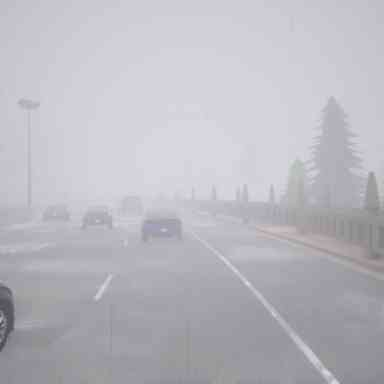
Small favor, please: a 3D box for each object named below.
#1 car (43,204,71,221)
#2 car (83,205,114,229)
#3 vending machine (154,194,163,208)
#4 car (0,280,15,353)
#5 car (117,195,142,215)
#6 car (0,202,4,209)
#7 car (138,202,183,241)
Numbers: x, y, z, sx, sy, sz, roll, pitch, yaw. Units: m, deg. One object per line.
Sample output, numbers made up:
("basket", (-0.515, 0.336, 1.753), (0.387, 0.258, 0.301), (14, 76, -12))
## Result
("car", (-11.725, 1.730, 29.035), (1.994, 1.385, 4.181), (0, 0, -17))
("car", (-6.359, 1.632, 22.671), (1.812, 1.442, 4.674), (0, 0, -13))
("vending machine", (-5.237, 1.425, 52.132), (1.100, 2.100, 0.880), (0, 0, -28))
("car", (-3.650, 1.376, 3.119), (2.097, 1.767, 4.553), (0, 0, -2))
("car", (-6.838, 1.390, 36.334), (2.150, 2.045, 5.566), (0, 0, -20))
("car", (-29.170, 1.976, 49.319), (1.994, 1.385, 4.181), (0, 0, -32))
("car", (-1.667, 1.539, 17.221), (1.882, 1.535, 5.008), (0, 0, -10))
